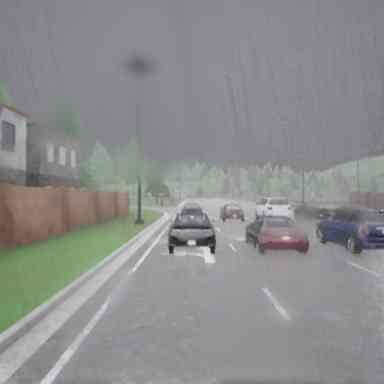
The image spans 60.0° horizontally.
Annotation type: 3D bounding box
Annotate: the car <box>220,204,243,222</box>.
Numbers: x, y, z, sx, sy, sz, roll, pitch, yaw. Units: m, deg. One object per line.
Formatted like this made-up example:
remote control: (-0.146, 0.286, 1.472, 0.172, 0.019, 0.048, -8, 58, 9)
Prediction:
car: (3.502, 1.805, 29.390, 1.812, 1.442, 4.674, 0, 0, 0)

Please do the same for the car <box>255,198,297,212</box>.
car: (6.996, 1.493, 29.030, 2.150, 2.045, 5.566, 0, 0, 0)

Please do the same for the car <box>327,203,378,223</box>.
car: (14.000, 1.771, 29.313, 2.128, 1.511, 4.902, 0, 0, 0)

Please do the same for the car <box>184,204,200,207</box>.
car: (0.000, 1.786, 29.311, 1.837, 1.490, 4.892, 0, 0, 0)

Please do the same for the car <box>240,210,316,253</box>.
car: (3.501, 1.701, 14.342, 1.994, 1.385, 4.181, 0, 0, 0)

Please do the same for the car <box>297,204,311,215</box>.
car: (10.502, 1.758, 29.486, 1.882, 1.535, 5.008, 0, 0, 0)

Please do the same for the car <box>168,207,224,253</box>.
car: (0.002, 1.629, 14.306, 2.128, 1.511, 4.902, 0, 0, 0)

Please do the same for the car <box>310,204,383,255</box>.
car: (7.000, 1.485, 14.096, 2.097, 1.767, 4.553, 0, -1, 0)
